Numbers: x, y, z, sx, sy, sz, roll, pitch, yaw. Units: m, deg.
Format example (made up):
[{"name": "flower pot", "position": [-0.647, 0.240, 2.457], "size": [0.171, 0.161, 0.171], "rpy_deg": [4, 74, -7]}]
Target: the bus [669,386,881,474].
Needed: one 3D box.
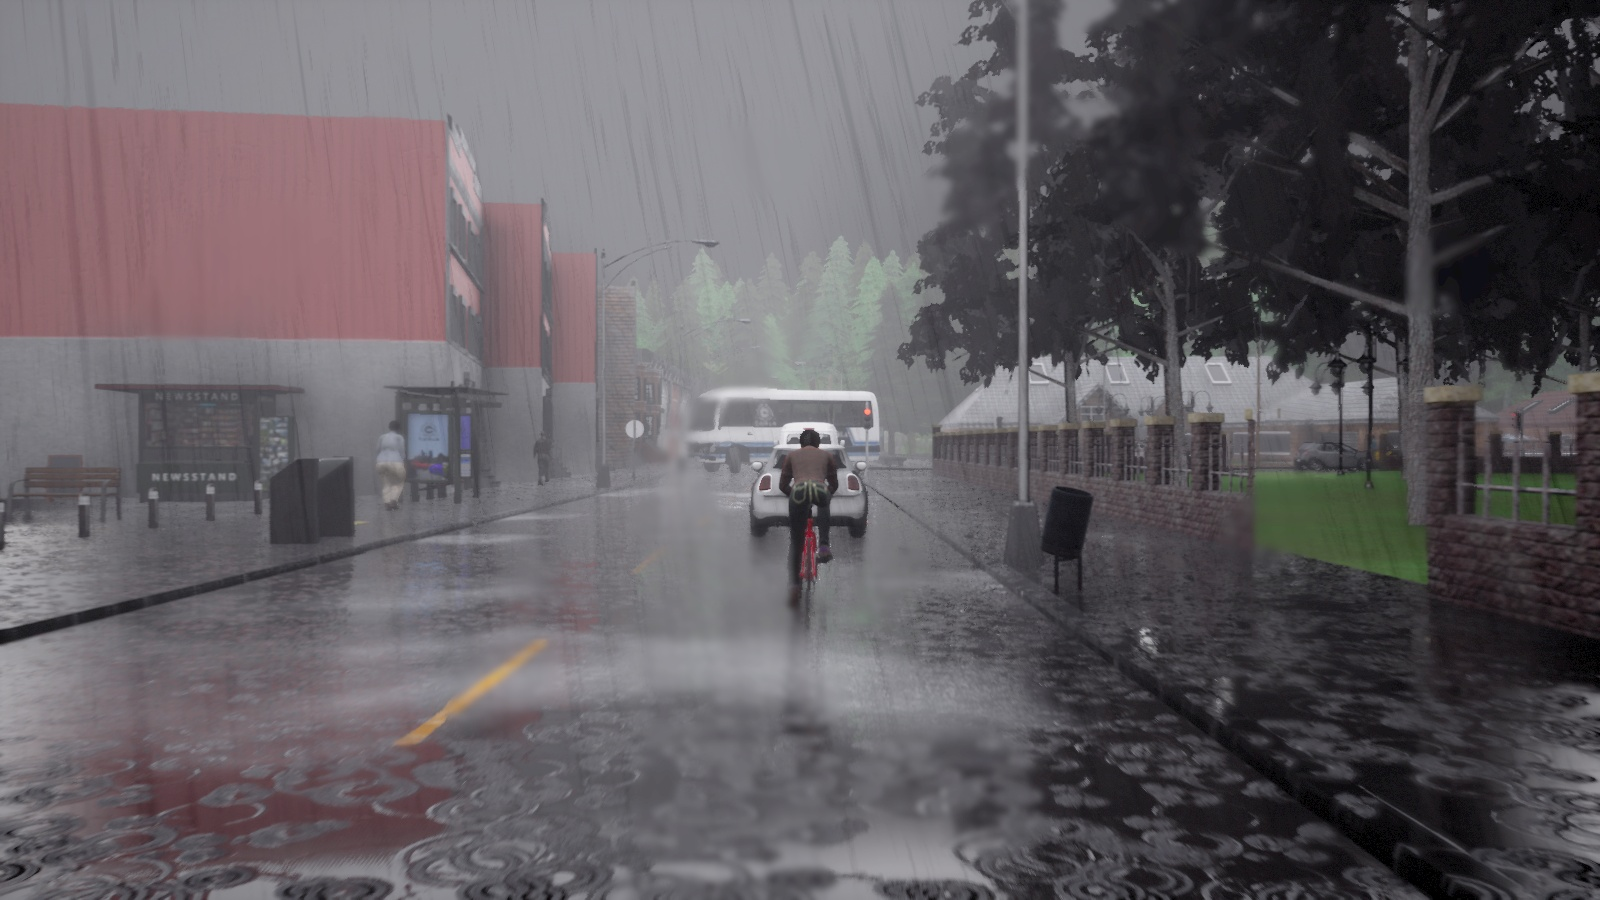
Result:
[{"name": "bus", "position": [-1.244, -0.990, 64.881], "size": [10.273, 4.253, 3.944], "rpy_deg": [0, 0, -29]}]

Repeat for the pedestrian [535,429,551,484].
[{"name": "pedestrian", "position": [-8.631, 0.211, 42.189], "size": [0.376, 1.854, 0.720], "rpy_deg": [0, 0, 4]}]

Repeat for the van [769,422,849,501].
[{"name": "van", "position": [0.249, 0.275, 34.569], "size": [2.069, 2.038, 4.480], "rpy_deg": [0, 0, 1]}]

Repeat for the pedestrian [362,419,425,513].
[{"name": "pedestrian", "position": [-8.160, 0.304, 25.238], "size": [0.874, 1.855, 0.900], "rpy_deg": [0, 0, 10]}]

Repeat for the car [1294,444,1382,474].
[{"name": "car", "position": [26.985, 0.427, 63.105], "size": [3.633, 1.501, 1.845], "rpy_deg": [0, 0, -1]}]

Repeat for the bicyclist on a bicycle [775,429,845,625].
[{"name": "bicyclist on a bicycle", "position": [0.088, 0.636, 11.190], "size": [0.582, 1.620, 1.656], "rpy_deg": [0, 0, 0]}]

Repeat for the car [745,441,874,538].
[{"name": "car", "position": [0.157, 0.593, 21.085], "size": [1.970, 1.475, 3.806], "rpy_deg": [0, 0, 0]}]
